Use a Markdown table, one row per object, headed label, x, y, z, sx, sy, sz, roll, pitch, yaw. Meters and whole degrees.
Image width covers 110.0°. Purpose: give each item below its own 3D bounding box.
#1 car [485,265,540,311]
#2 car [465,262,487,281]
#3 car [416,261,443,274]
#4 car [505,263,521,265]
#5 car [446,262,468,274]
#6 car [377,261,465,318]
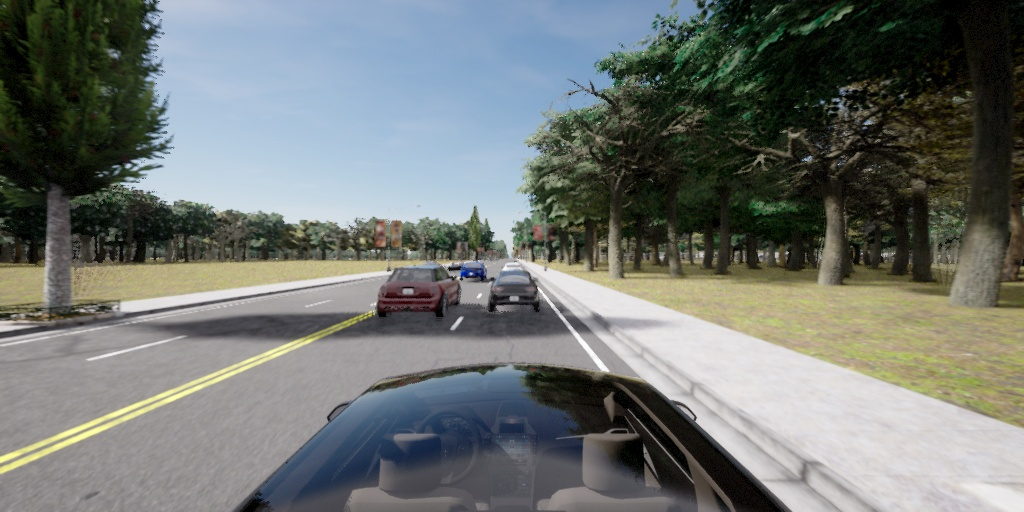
| label | x | y | z | sx | sy | sz | roll | pitch | yaw |
| --- | --- | --- | --- | --- | --- | --- | --- | --- | --- |
| car | 0.087 | 1.272 | 14.376 | 1.812 | 1.442 | 4.674 | 0 | 0 | 0 |
| car | -3.161 | 1.233 | 30.270 | 1.882 | 1.535 | 5.008 | 0 | 0 | 0 |
| car | -9.846 | 1.315 | 43.085 | 2.033 | 1.411 | 5.357 | 0 | 0 | 0 |
| car | 0.088 | 1.280 | 29.603 | 1.812 | 1.442 | 4.674 | 0 | 0 | 0 |
| car | -6.593 | 1.368 | 43.186 | 1.895 | 1.301 | 4.718 | 0 | 0 | 0 |
| car | -3.167 | 1.100 | 13.077 | 2.097 | 1.767 | 4.553 | 0 | 0 | 0 |
